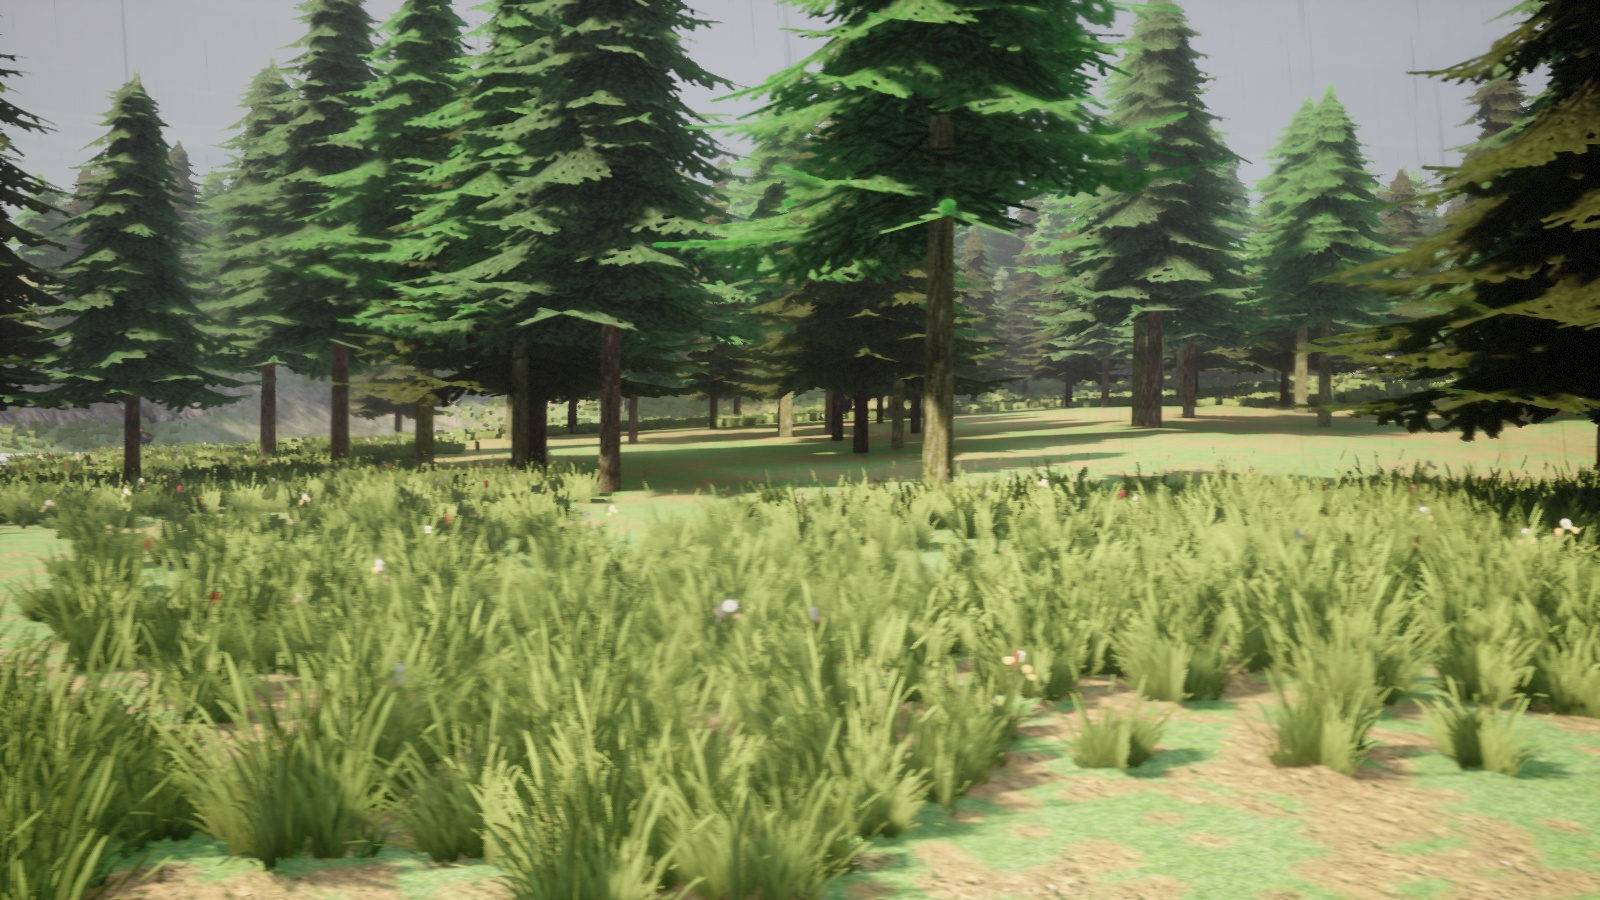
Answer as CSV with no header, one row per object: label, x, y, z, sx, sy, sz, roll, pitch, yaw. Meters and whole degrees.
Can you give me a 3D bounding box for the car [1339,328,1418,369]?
car,34.752,-6.048,75.457,3.866,1.878,1.905,-6,-3,36
